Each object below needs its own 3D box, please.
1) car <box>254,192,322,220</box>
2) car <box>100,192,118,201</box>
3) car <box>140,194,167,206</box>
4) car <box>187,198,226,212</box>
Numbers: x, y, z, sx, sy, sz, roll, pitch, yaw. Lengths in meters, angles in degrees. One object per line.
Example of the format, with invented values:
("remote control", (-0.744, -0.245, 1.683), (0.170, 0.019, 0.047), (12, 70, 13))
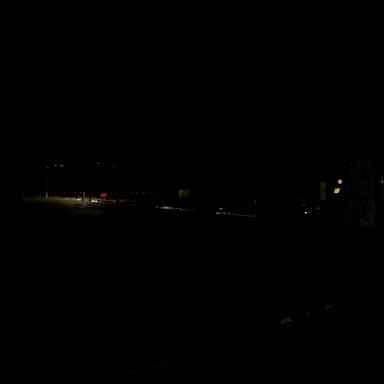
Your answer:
("car", (7.497, 1.044, 26.627), (2.150, 2.045, 5.566), (1, 0, -36))
("car", (-15.939, 0.738, 63.675), (2.097, 1.767, 4.553), (1, 0, -34))
("car", (-5.132, 1.090, 43.918), (2.128, 1.511, 4.902), (1, 0, -36))
("car", (1.588, 1.320, 34.704), (1.895, 1.301, 4.718), (1, 0, -36))
